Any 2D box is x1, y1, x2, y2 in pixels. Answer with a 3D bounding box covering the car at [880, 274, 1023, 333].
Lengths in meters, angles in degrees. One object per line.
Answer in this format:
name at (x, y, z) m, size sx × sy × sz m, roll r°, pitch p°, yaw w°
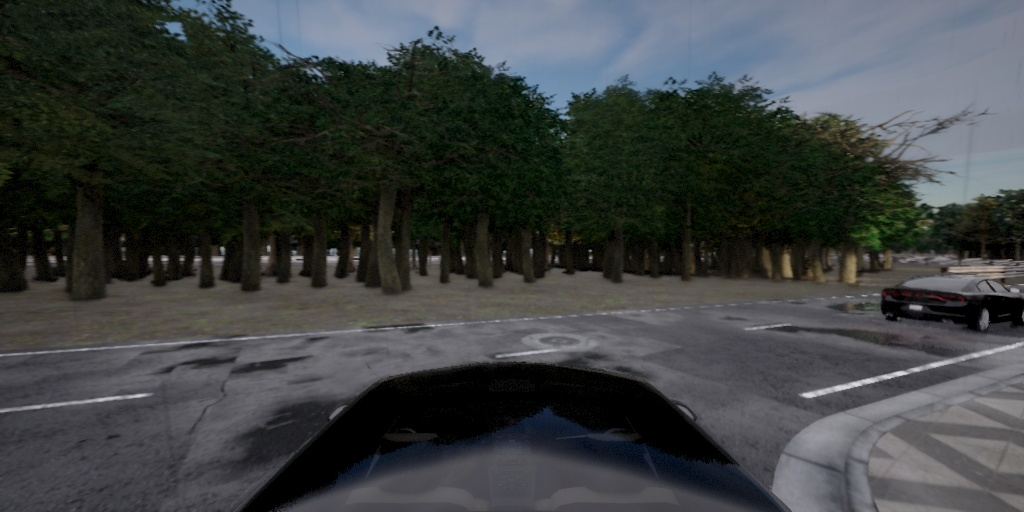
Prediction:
car at (13.637, 1.316, 11.030) m, size 5.008 × 1.535 × 1.882 m, roll 0°, pitch 0°, yaw -23°
